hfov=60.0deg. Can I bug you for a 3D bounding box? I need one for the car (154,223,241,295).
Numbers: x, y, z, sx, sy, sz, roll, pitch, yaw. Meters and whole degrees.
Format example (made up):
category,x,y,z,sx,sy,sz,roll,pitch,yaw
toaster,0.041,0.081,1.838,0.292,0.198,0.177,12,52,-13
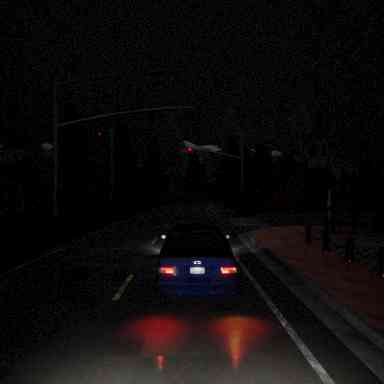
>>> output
category,x,y,z,sx,sy,sz,roll,pitch,yaw
car,0.102,1.547,8.860,2.033,1.411,5.357,0,0,0
